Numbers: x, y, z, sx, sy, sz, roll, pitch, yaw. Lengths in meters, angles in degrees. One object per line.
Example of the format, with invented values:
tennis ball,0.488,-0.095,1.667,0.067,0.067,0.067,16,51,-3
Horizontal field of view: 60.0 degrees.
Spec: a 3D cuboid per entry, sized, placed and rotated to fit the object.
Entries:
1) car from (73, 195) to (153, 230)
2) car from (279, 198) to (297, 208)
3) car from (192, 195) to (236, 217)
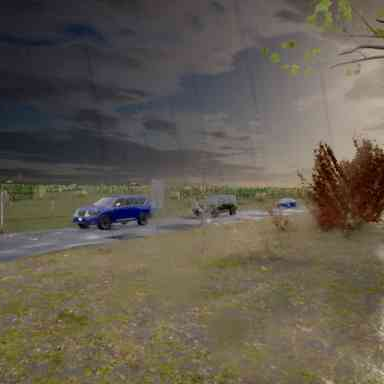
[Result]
car,-4.948,1.253,21.728,2.150,2.045,5.566,0,0,35
car,13.519,1.599,47.580,1.882,1.535,5.008,0,0,36
car,2.280,1.289,31.900,2.150,2.045,5.566,0,0,35
